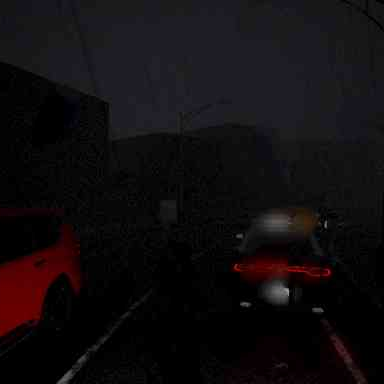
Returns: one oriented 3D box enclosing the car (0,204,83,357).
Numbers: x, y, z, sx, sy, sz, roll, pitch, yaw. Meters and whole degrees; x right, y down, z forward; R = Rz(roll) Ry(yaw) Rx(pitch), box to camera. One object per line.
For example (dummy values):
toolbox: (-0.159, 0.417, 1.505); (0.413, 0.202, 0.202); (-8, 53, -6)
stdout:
car: (-3.234, 1.214, 3.689); (2.150, 2.045, 5.566); (0, 0, 7)

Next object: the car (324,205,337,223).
car: (8.033, 1.537, 21.451); (1.837, 1.490, 4.892); (1, 0, 34)

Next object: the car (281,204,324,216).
car: (5.189, 1.493, 16.621); (1.882, 1.535, 5.008); (1, 0, 26)

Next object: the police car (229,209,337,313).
police car: (2.048, 1.428, 7.952); (1.930, 1.638, 5.238); (0, 0, 13)
